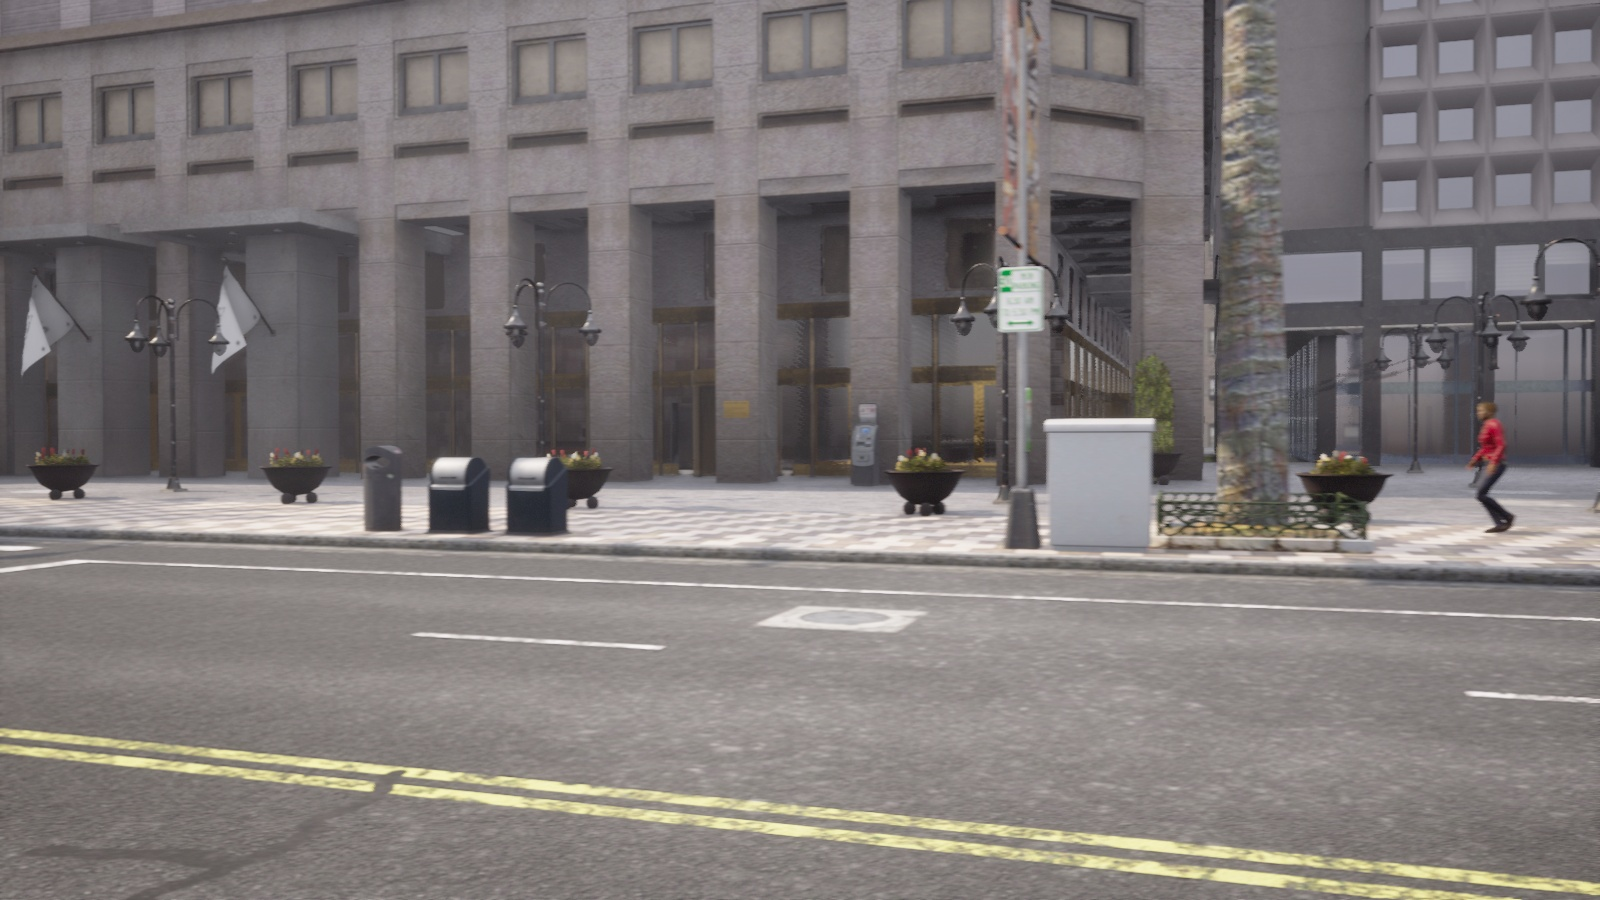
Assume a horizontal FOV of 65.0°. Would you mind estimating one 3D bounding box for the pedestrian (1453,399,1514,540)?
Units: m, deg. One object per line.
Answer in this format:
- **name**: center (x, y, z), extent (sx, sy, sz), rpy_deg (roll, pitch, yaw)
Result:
- **pedestrian**: center (9.075, 0.250, 16.694), extent (0.636, 1.846, 0.331), rpy_deg (0, 1, 16)
